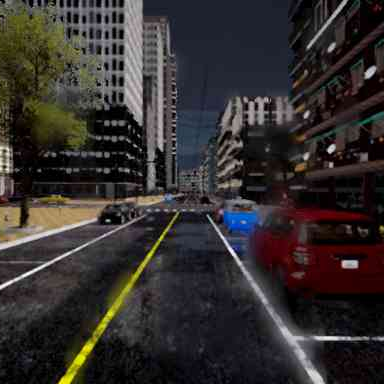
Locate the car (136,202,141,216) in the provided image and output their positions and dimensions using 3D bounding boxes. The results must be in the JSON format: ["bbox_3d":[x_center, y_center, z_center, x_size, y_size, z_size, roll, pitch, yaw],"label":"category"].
[{"bbox_3d":[-5.686,1.560,29.954,1.947,1.339,4.313,0,0,0],"label":"car"}]

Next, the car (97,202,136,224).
[{"bbox_3d":[-5.687,1.561,24.708,1.947,1.339,4.313,0,0,0],"label":"car"}]

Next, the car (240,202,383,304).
[{"bbox_3d":[2.689,1.313,8.054,2.192,1.841,5.009,0,0,0],"label":"car"}]

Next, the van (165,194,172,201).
[{"bbox_3d":[-5.677,1.339,79.565,1.690,1.788,3.998,0,0,0],"label":"van"}]

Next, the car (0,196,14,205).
[{"bbox_3d":[-27.360,0.836,44.542,5.009,1.841,2.192,1,-1,-1],"label":"car"}]

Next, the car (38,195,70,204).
[{"bbox_3d":[-22.021,1.121,53.066,4.829,1.417,1.752,1,-1,-1],"label":"car"}]

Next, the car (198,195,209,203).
[{"bbox_3d":[2.702,1.561,69.598,1.947,1.339,4.313,0,0,0],"label":"car"}]

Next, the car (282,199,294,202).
[{"bbox_3d":[16.038,1.751,53.403,4.097,1.590,1.967,1,-1,-1],"label":"car"}]

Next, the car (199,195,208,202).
[{"bbox_3d":[2.704,1.542,79.565,1.887,1.381,4.507,0,0,0],"label":"car"}]

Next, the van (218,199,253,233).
[{"bbox_3d":[2.692,1.336,19.157,1.690,1.788,3.998,0,0,0],"label":"van"}]

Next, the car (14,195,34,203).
[{"bbox_3d":[-27.466,1.060,52.918,4.313,1.339,1.947,1,-1,-1],"label":"car"}]

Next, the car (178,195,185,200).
[{"bbox_3d":[-2.982,1.597,93.768,1.895,1.301,4.718,0,0,0],"label":"car"}]

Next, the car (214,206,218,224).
[{"bbox_3d":[2.693,1.435,24.707,1.967,1.590,4.097,0,0,0],"label":"car"}]
